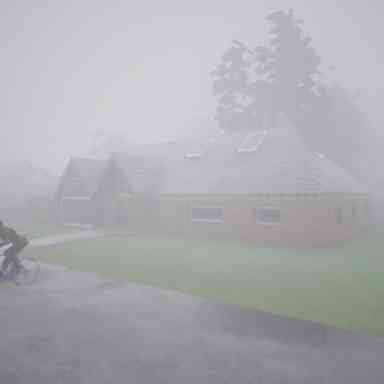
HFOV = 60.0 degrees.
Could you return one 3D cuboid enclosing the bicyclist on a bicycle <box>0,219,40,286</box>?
[{"bbox_3d":[-4.277,1.446,7.610,0.582,1.620,1.656,-1,-1,37],"label":"bicyclist on a bicycle"}]
